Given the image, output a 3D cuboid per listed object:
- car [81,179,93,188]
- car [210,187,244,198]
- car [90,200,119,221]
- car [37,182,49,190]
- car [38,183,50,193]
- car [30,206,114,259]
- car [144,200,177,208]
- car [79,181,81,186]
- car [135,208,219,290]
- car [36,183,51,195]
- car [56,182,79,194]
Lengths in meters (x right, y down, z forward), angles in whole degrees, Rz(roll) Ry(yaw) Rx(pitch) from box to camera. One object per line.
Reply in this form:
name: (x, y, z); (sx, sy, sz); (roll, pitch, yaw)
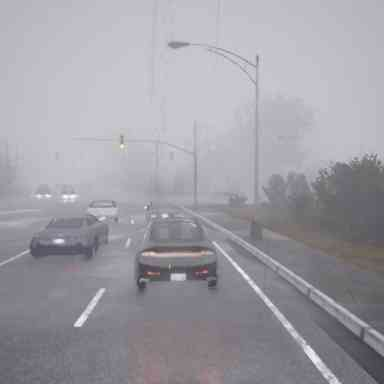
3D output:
car: (-26.220, -2.142, 83.671); (2.150, 2.045, 5.566); (-1, 3, -25)
car: (4.880, 0.088, 45.870); (4.902, 1.511, 2.128); (0, 2, -22)
car: (-5.905, 1.176, 22.395); (1.895, 1.301, 4.718); (-1, 2, -12)
car: (-31.342, -1.200, 69.934); (2.128, 1.511, 4.902); (-1, 3, -25)
car: (-26.952, -0.777, 60.508); (1.837, 1.490, 4.892); (-1, 3, -24)
car: (-4.327, 1.456, 12.342); (1.994, 1.385, 4.181); (0, 1, -5)
car: (-1.812, 1.212, 19.921); (2.033, 1.411, 5.357); (0, 2, -9)
car: (-29.373, -1.816, 82.165); (1.882, 1.535, 5.008); (-1, 3, -25)
car: (-0.457, 1.434, 9.008); (2.128, 1.511, 4.902); (0, 1, -4)
car: (-23.343, -0.320, 52.380); (1.994, 1.385, 4.181); (-1, 3, -23)
car: (-20.276, -0.470, 53.966); (2.128, 1.511, 4.902); (-1, 3, -27)
